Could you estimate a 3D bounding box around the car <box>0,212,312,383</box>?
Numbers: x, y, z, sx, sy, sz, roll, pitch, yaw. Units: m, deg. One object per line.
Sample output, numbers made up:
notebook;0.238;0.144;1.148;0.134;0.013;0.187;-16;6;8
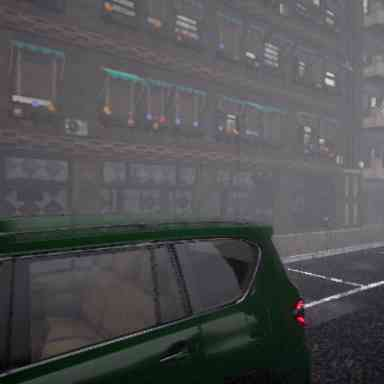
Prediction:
car;-1.512;1.222;2.298;5.566;2.045;2.150;1;0;-35
